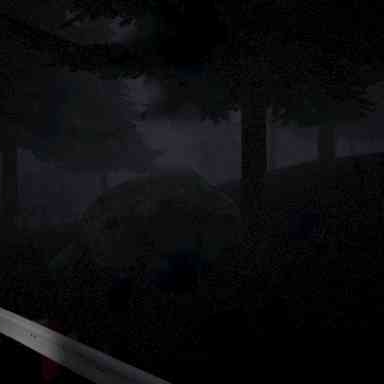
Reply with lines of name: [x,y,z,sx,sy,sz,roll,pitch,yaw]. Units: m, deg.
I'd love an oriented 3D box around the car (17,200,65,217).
car: [-13.130,1.489,27.927,1.837,1.490,4.892,0,0,36]
